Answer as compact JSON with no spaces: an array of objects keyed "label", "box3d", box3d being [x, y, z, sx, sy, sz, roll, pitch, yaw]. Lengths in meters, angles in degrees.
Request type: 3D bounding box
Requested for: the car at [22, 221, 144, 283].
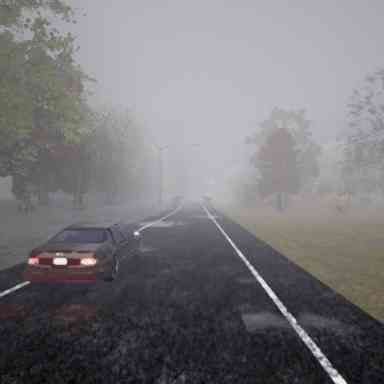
[{"label":"car","box3d":[-2.755,1.544,9.693,2.033,1.411,5.357,0,0,2]}]
